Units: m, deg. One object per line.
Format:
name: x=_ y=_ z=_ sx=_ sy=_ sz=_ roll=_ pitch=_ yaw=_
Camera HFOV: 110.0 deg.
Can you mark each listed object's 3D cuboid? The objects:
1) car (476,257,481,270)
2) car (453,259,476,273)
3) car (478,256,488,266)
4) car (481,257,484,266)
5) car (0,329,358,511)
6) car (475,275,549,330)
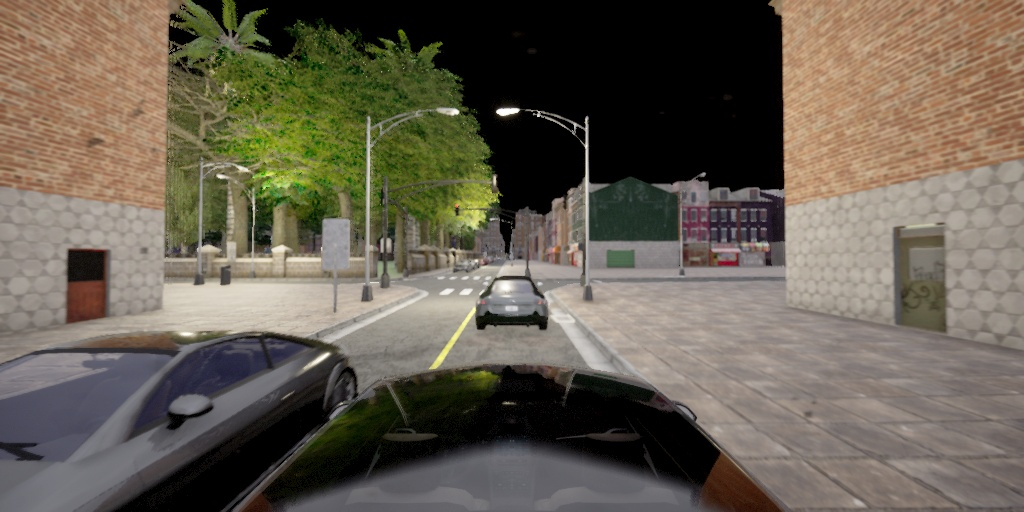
car: x=-5.551 y=1.139 z=47.109 sx=2.007 sy=1.370 sz=4.403 roll=0 pitch=0 yaw=0
car: x=-5.522 y=1.159 z=39.973 sx=2.007 sy=1.370 sz=4.403 roll=0 pitch=0 yaw=0
car: x=-5.680 y=1.137 z=63.458 sx=1.802 sy=1.307 sz=4.207 roll=0 pitch=0 yaw=0
car: x=-5.594 y=1.140 z=52.559 sx=1.948 sy=1.339 sz=4.313 roll=0 pitch=0 yaw=0
car: x=-2.832 y=1.309 z=2.600 sx=1.994 sy=1.385 sz=4.181 roll=0 pitch=0 yaw=0
car: x=0.022 y=1.276 z=10.972 sx=1.994 sy=1.385 sz=4.181 roll=0 pitch=0 yaw=1
